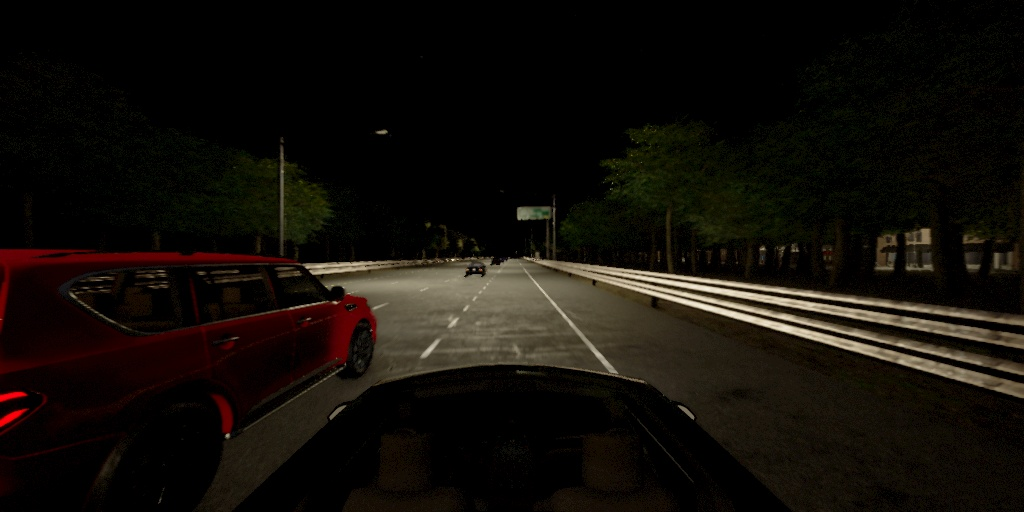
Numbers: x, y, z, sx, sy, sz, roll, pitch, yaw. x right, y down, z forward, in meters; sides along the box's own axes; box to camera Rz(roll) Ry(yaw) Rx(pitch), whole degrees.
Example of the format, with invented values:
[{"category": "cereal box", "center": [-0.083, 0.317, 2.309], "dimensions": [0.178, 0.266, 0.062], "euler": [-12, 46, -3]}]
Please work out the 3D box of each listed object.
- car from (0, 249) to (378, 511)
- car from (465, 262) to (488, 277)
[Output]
[{"category": "car", "center": [-3.503, 0.971, 4.139], "dimensions": [2.150, 2.045, 5.566], "euler": [0, 0, 0]}, {"category": "car", "center": [-3.465, 1.302, 35.233], "dimensions": [2.033, 1.411, 5.357], "euler": [0, 0, 0]}]
